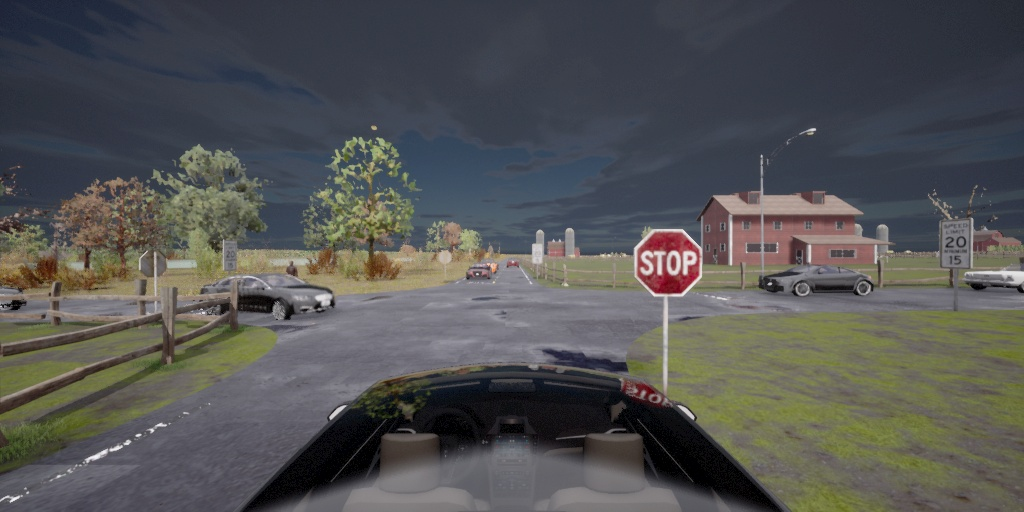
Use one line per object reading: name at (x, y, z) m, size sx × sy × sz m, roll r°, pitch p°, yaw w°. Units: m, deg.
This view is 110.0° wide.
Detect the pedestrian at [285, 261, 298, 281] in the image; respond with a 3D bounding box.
pedestrian at (-12.143, 1.163, 19.740) m, size 0.375 × 1.860 × 0.375 m, roll 0°, pitch 1°, yaw 0°

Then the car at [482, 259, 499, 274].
car at (-2.806, 1.097, 41.159) m, size 2.097 × 1.767 × 4.553 m, roll 0°, pitch 0°, yaw 0°

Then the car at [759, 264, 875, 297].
car at (13.868, 1.081, 16.490) m, size 4.181 × 1.385 × 1.994 m, roll -1°, pitch 0°, yaw 1°

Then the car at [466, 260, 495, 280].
car at (-2.816, 1.310, 31.404) m, size 1.994 × 1.385 × 4.181 m, roll 0°, pitch 0°, yaw 1°

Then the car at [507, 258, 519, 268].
car at (0.149, 1.094, 61.552) m, size 2.097 × 1.767 × 4.553 m, roll 0°, pitch 0°, yaw 0°

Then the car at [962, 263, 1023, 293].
car at (23.937, 0.970, 16.407) m, size 4.718 × 1.301 × 1.895 m, roll -1°, pitch 0°, yaw 1°

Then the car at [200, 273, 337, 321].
car at (-8.644, 1.361, 12.752) m, size 4.902 × 1.511 × 2.128 m, roll -1°, pitch 0°, yaw 16°

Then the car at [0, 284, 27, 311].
car at (-22.009, 1.539, 13.898) m, size 4.902 × 1.511 × 2.128 m, roll -1°, pitch 0°, yaw 1°
